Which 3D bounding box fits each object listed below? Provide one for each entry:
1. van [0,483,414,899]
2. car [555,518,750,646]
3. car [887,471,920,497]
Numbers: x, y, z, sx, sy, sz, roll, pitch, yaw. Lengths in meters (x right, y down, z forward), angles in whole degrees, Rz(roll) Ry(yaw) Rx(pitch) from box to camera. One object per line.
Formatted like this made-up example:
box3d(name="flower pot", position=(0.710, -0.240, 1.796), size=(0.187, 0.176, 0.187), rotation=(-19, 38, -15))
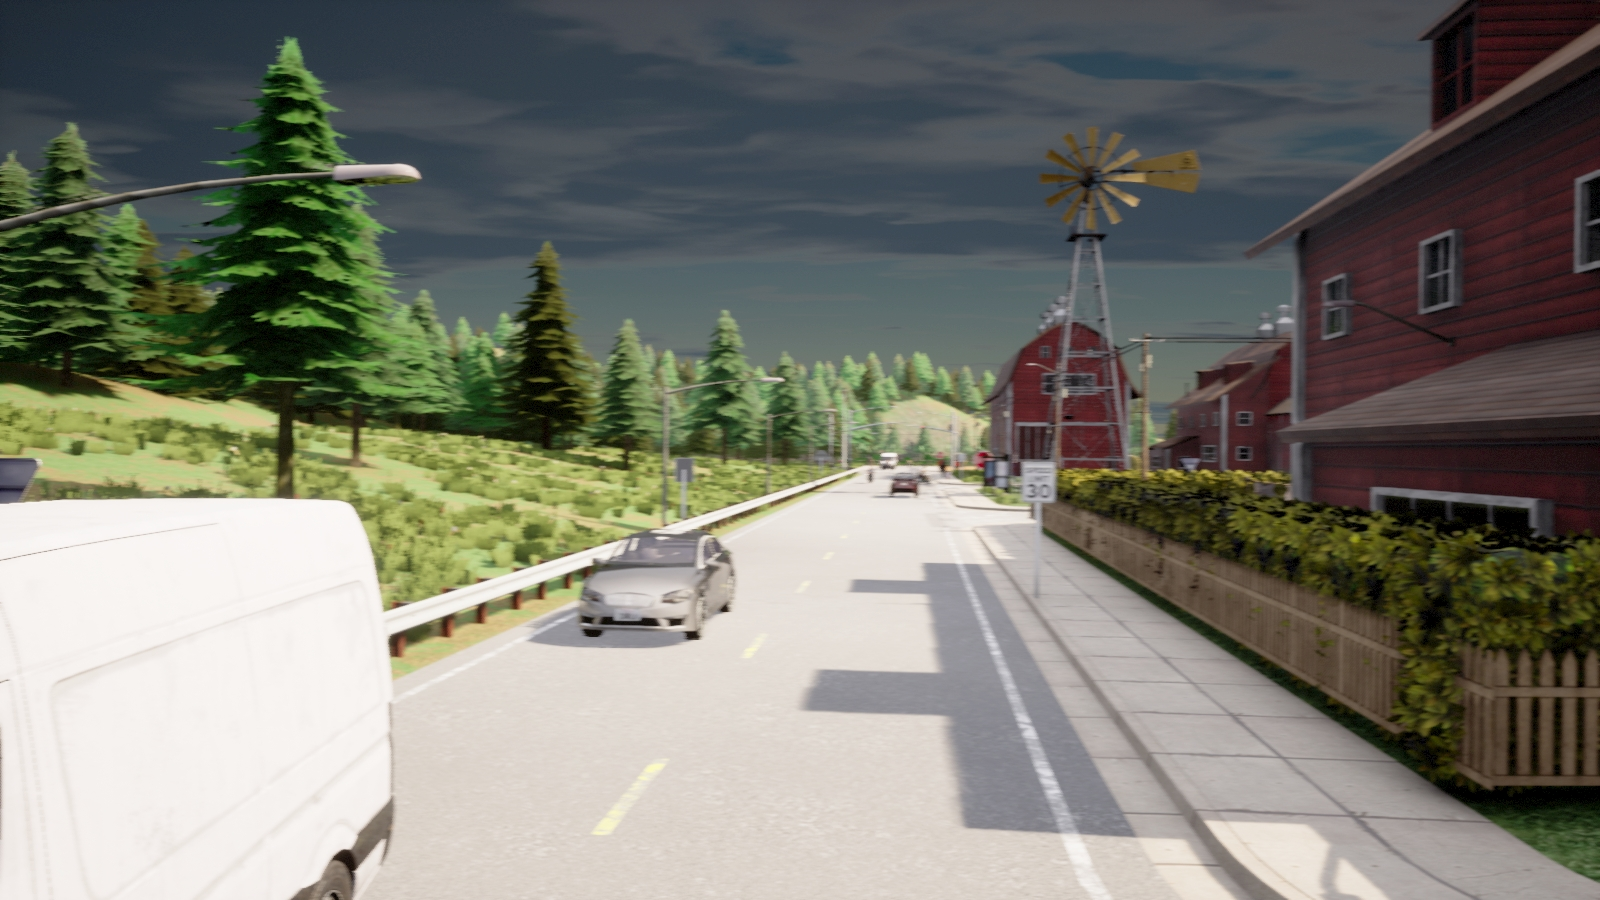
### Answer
box3d(name="van", position=(-3.285, 1.484, 4.069), size=(1.988, 2.561, 5.915), rotation=(0, 0, -2))
box3d(name="car", position=(-2.228, 2.030, 18.803), size=(2.128, 1.511, 4.902), rotation=(1, 0, 6))
box3d(name="car", position=(6.642, 2.140, 72.773), size=(2.007, 1.525, 4.514), rotation=(1, 0, 6))
